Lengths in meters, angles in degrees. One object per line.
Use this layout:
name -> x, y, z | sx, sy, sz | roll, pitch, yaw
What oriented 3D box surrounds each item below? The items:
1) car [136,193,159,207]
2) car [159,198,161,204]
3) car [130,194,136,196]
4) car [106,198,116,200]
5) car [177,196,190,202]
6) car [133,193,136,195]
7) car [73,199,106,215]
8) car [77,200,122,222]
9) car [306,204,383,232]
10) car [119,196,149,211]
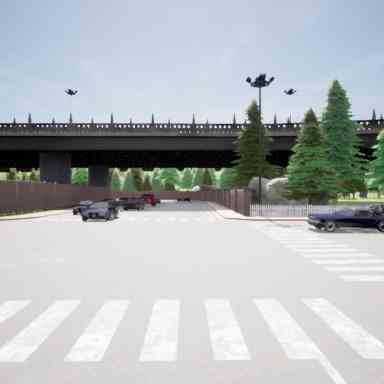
car -> -6.974, 1.223, 53.057 | 2.150, 2.045, 5.566 | 0, 0, 0
car -> -6.993, 1.564, 63.111 | 1.994, 1.385, 4.181 | 0, 0, 0
car -> -10.549, 1.526, 52.782 | 1.812, 1.442, 4.674 | 0, 0, 0
car -> -10.551, 1.526, 42.601 | 1.812, 1.442, 4.674 | 0, 0, 0
car -> -1.921, 1.553, 75.249 | 1.994, 1.385, 4.181 | 0, 0, -19
car -> -10.736, 1.223, 64.530 | 2.150, 2.045, 5.566 | 0, 0, -4
car -> -10.575, 1.564, 33.886 | 1.994, 1.385, 4.181 | 0, 0, 0
car -> -7.079, 1.550, 25.935 | 1.994, 1.385, 4.181 | 0, -1, 0
car -> 9.050, 1.545, 18.893 | 4.718, 1.301, 1.895 | 0, 0, 1
car -> -7.003, 1.548, 40.660 | 2.033, 1.411, 5.357 | 0, 0, 1
